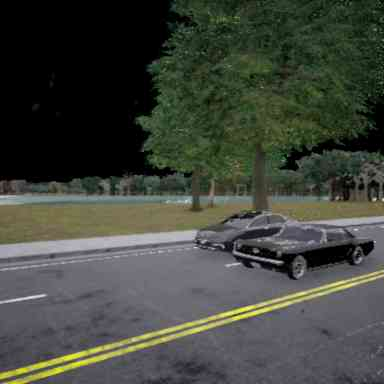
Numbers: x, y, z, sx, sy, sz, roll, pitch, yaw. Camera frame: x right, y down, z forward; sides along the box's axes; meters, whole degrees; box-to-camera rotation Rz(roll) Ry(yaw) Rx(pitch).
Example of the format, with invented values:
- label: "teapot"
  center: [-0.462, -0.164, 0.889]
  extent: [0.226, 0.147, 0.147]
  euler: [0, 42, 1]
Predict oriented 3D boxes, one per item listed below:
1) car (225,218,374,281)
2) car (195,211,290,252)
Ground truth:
- label: "car"
  center: [3.506, 1.652, 10.173]
  extent: [4.718, 1.301, 1.895]
  euler: [0, 0, -35]
- label: "car"
  center: [2.371, 1.562, 13.356]
  extent: [4.892, 1.490, 1.837]
  euler: [0, 0, -35]
